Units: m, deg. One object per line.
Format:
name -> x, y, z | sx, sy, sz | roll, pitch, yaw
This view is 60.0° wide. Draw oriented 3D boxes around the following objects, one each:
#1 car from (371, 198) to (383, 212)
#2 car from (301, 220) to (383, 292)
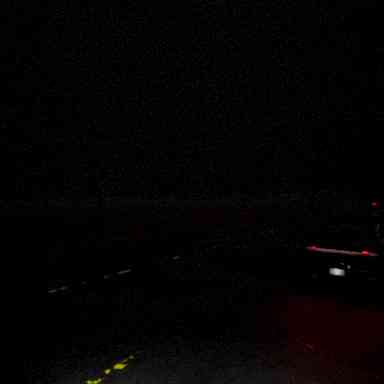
car -> 26.304, 1.800, 46.399 | 2.150, 2.045, 5.566 | 1, -1, 28
car -> 4.433, 1.524, 9.191 | 2.128, 1.511, 4.902 | 1, 0, 33
